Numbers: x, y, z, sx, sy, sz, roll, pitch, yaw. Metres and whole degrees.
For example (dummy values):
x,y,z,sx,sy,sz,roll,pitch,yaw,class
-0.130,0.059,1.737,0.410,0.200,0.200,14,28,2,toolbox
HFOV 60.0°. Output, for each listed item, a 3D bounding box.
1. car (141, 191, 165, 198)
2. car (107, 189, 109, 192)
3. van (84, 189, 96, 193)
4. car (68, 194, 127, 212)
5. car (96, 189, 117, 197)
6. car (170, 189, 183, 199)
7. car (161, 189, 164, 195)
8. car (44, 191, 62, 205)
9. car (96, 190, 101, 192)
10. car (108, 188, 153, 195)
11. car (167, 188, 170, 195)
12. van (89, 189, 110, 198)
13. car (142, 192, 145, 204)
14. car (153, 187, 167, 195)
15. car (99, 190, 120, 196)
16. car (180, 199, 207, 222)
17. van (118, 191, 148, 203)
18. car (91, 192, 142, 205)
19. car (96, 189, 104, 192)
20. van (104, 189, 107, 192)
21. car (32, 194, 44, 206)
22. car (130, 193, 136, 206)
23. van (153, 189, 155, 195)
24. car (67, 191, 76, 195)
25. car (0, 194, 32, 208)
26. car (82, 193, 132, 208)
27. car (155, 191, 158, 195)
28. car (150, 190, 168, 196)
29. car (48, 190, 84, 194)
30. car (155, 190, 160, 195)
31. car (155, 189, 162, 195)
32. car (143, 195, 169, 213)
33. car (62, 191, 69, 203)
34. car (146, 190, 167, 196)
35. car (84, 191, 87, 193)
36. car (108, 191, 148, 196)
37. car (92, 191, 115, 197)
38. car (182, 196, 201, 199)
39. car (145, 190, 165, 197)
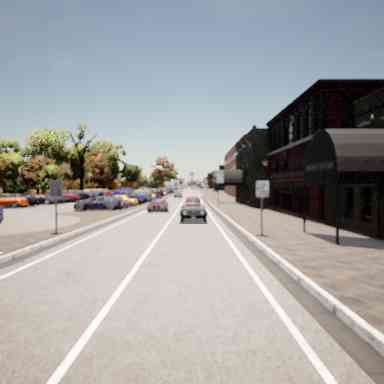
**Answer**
x,y,z,sx,sy,sz,roll,pitch,yaw,class
-9.270,0.498,78.694,5.366,1.575,1.946,0,1,0,car
-21.679,0.572,75.890,4.892,1.521,2.231,0,1,0,car
-21.632,0.627,64.592,4.442,1.987,1.878,0,1,0,van
-9.414,1.183,33.467,4.792,1.488,2.163,0,0,0,car
-21.647,0.237,84.231,4.553,1.767,2.185,0,1,0,car
-3.035,0.663,73.766,2.128,1.511,4.902,0,1,0,car
-9.124,0.682,73.045,4.674,1.452,2.002,0,1,0,car
-21.875,1.050,47.638,4.892,1.521,2.231,0,0,0,car
-21.763,0.812,67.424,4.792,1.488,2.163,0,2,0,car
-9.244,0.778,50.419,5.566,2.045,2.435,0,0,0,car
-8.861,0.357,84.341,5.366,1.575,1.946,0,1,0,car
-21.768,0.275,78.710,4.442,1.987,1.878,0,1,0,van
-9.304,1.071,44.770,5.008,1.535,2.097,0,0,0,car
-9.131,0.320,75.862,5.566,2.045,2.435,0,1,0,car
-21.592,0.292,87.056,5.008,1.535,2.097,0,1,0,car
0.112,1.439,24.885,1.895,1.301,4.718,0,0,0,car
-9.370,0.783,53.246,4.442,1.987,1.878,0,0,0,van
-9.514,1.089,41.945,5.366,1.575,1.946,0,0,0,car
-21.681,0.589,70.117,4.553,1.767,2.185,0,1,0,car
-21.809,0.416,73.061,4.442,1.987,1.878,0,1,0,van
-21.903,1.091,41.866,5.008,1.535,2.097,0,0,0,car
-9.350,1.152,39.119,4.674,1.452,2.002,0,0,0,car
-9.333,0.739,58.776,4.442,1.987,1.878,0,1,0,van
-21.801,1.038,53.160,4.792,1.488,2.163,0,0,0,car
-21.895,0.985,39.166,4.553,1.767,2.185,0,0,0,car
-9.368,1.173,36.294,4.674,1.452,2.002,0,0,0,car
-9.199,0.959,61.736,4.674,1.452,2.002,0,1,0,car
-9.007,0.259,89.993,4.674,1.452,2.002,0,1,0,car
-21.783,0.737,55.981,5.566,2.045,2.435,0,0,0,car
-9.175,0.893,64.570,4.674,1.452,2.002,0,1,0,car
-9.154,0.782,67.394,5.008,1.535,2.097,0,1,0,car
-3.327,1.325,33.161,1.994,1.385,4.181,0,1,0,car
-21.820,1.059,50.336,4.792,1.488,2.163,0,0,0,car
-9.214,0.286,87.169,5.366,1.575,1.946,0,1,0,car
-21.786,0.964,58.818,5.008,1.535,2.097,0,0,0,car
-9.296,1.050,47.595,5.008,1.535,2.097,0,0,0,car
-21.640,0.433,81.411,5.008,1.535,2.097,0,1,0,car
0.134,1.227,42.295,1.994,1.385,4.181,0,1,0,car
-9.097,0.305,81.515,4.553,1.767,2.185,0,1,0,car
